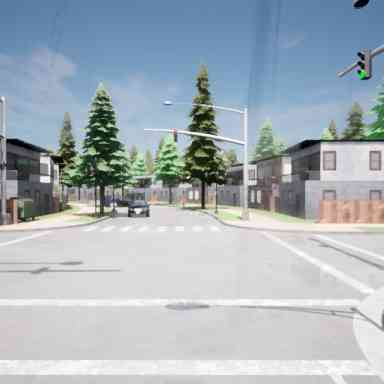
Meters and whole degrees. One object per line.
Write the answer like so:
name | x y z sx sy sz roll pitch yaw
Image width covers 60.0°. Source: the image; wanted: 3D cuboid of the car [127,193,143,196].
car | -10.391 1.185 58.441 2.150 2.045 5.566 0 0 -36

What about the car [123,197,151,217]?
car | -4.839 1.456 30.567 2.128 1.511 4.902 0 0 -7

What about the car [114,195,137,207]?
car | -9.840 1.565 49.315 1.895 1.301 4.718 0 0 -24

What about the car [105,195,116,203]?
car | -16.507 1.315 66.785 2.097 1.767 4.553 0 0 -45
